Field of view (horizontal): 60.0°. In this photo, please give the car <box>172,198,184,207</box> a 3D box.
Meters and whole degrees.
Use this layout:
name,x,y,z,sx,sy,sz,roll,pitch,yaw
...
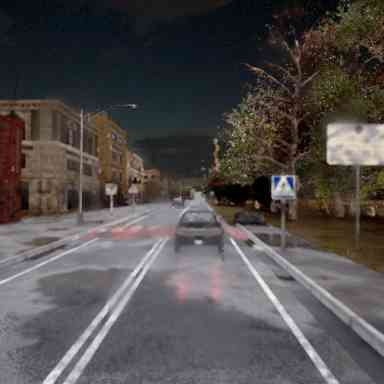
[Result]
name,x,y,z,sx,sy,sz,roll,pitch,yaw
car,-2.257,1.669,54.607,1.812,1.442,4.674,0,-1,2

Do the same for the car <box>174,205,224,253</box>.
name,x,y,z,sx,sy,sz,roll,pitch,yaw
car,0.297,1.520,13.884,2.128,1.511,4.902,0,0,1
